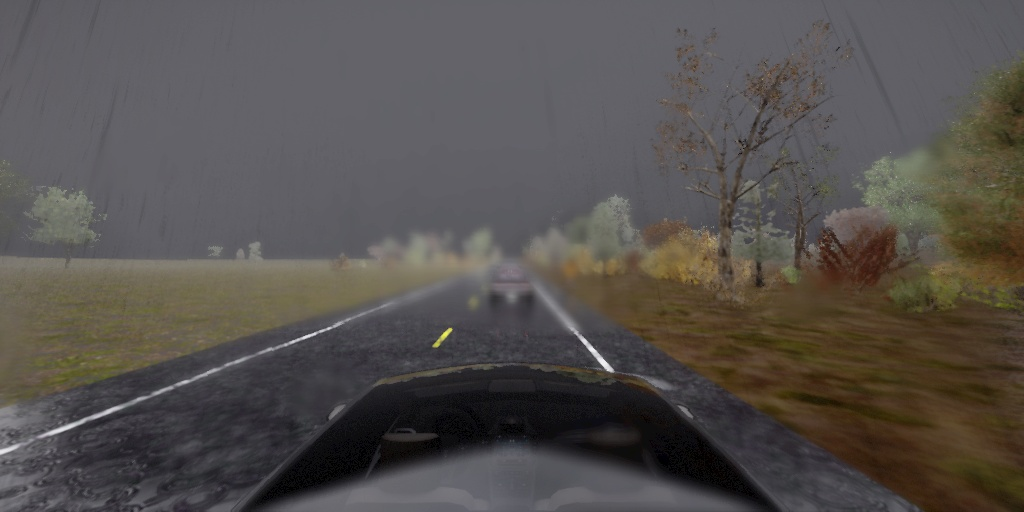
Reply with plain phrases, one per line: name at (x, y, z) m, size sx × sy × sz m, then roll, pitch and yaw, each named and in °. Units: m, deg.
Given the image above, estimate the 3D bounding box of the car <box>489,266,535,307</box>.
car at (0.009, 1.373, 16.153) m, size 2.128 × 1.511 × 4.902 m, roll 0°, pitch 0°, yaw 0°

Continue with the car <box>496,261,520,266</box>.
car at (0.012, 1.358, 30.921) m, size 2.097 × 1.767 × 4.553 m, roll 0°, pitch -1°, yaw 0°

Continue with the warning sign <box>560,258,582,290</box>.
warning sign at (3.557, 1.042, 21.491) m, size 1.300 × 1.860 × 1.060 m, roll 0°, pitch 0°, yaw 0°
